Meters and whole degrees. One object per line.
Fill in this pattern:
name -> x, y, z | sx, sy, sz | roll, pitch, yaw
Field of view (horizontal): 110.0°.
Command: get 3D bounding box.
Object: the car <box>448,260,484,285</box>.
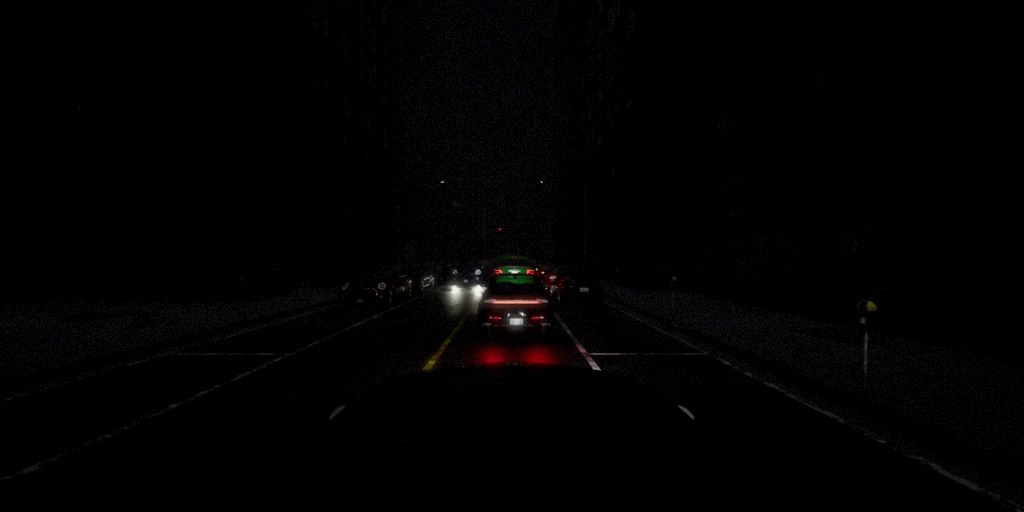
car -> -3.060, 1.100, 26.152 | 2.097, 1.767, 4.553 | 0, 0, 1

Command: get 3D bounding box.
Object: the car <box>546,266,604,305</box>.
car -> 2.750, 1.314, 15.657 | 1.948, 1.339, 4.313 | 0, 0, 0

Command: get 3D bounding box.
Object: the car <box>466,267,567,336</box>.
car -> 0.093, 1.240, 10.387 | 2.128, 1.511, 4.902 | 0, 0, 0

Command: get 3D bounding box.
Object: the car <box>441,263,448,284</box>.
car -> -5.784, 1.299, 26.660 | 2.007, 1.370, 4.403 | 0, 0, 0

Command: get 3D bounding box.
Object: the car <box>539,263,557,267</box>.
car -> 2.746, 1.293, 21.161 | 1.888, 1.381, 4.507 | 0, 0, 0

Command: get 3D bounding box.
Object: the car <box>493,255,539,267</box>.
car -> 0.086, 0.970, 20.307 | 2.150, 2.045, 5.566 | 0, 0, -1

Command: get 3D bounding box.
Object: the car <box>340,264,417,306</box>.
car -> -5.776, 1.188, 15.650 | 1.967, 1.591, 4.097 | 0, 0, 0

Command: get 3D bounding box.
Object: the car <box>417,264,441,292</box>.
car -> -5.780, 1.314, 21.155 | 1.948, 1.339, 4.313 | 0, 0, 0
